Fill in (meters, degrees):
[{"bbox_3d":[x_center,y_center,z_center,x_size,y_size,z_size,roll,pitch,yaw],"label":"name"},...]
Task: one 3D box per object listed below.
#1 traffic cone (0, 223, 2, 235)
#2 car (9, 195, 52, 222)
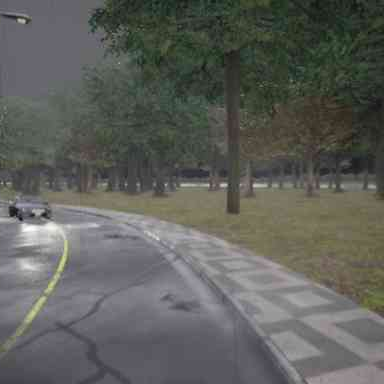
[{"bbox_3d":[-8.788,1.653,15.004,0.340,0.580,0.340,-1,2,-27],"label":"traffic cone"},{"bbox_3d":[-10.544,0.985,21.573,2.128,1.511,4.902,-1,2,-38],"label":"car"}]
